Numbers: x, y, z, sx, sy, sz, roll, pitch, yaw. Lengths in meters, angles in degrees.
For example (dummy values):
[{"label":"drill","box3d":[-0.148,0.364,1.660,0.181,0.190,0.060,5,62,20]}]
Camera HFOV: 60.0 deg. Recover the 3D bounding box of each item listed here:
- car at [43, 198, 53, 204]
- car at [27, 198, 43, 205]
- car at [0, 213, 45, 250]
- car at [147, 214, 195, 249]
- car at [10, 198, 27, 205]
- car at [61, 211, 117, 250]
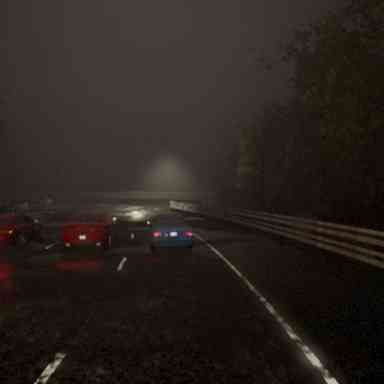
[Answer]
[{"label":"car","box3d":[-36.764,2.321,83.696,4.674,1.442,1.812,0,-1,40]},{"label":"car","box3d":[-39.106,2.131,81.098,4.553,1.767,2.097,0,-1,40]},{"label":"car","box3d":[-8.049,1.675,14.792,1.812,1.442,4.674,0,0,-8]},{"label":"car","box3d":[-1.057,1.699,15.358,2.033,1.411,5.357,0,-1,-8]},{"label":"car","box3d":[-41.493,2.256,78.536,4.892,1.490,1.837,0,-1,40]},{"label":"car","box3d":[-4.597,1.631,15.373,1.882,1.535,5.008,0,0,-8]}]
